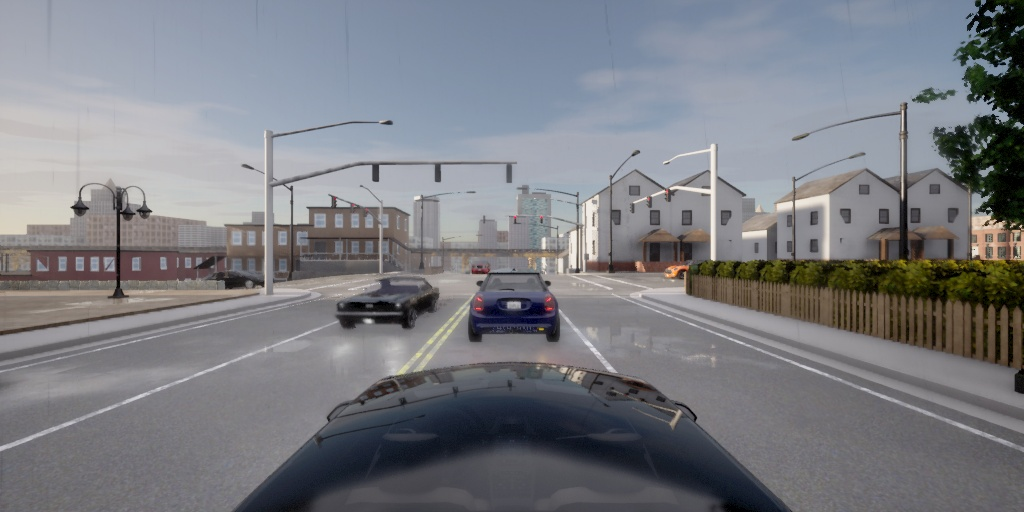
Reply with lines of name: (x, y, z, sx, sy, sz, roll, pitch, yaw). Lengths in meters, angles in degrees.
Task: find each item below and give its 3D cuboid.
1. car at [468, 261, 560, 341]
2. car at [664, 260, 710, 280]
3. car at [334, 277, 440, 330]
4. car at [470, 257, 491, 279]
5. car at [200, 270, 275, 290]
car: (0.054, 1.102, 10.009, 2.097, 1.767, 4.553, 0, 0, 0)
car: (15.717, 1.102, 31.105, 4.553, 1.767, 2.097, 0, 0, -1)
car: (-3.623, 1.351, 11.289, 1.895, 1.301, 4.718, 0, 0, 0)
car: (-3.708, 1.573, 43.475, 2.150, 2.045, 5.566, 0, -8, -1)
car: (-20.511, 1.789, 26.815, 4.892, 1.490, 1.837, -5, 0, -1)
